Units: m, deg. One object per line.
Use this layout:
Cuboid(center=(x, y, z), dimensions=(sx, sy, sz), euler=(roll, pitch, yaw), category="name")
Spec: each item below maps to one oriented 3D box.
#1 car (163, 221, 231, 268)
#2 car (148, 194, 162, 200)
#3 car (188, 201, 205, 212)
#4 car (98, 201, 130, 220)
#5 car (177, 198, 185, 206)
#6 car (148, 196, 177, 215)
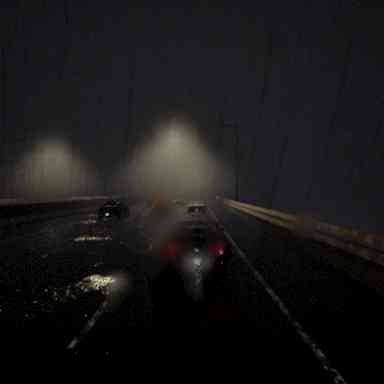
Cuboid(center=(0.154, 1.610, 11.223), dimensions=(1.895, 1.301, 4.718), euler=(0, 0, 0), category="car")
Cuboid(center=(-5.939, 1.313, 55.550), dimensions=(2.150, 2.045, 5.566), euler=(0, 0, 2), category="car")
Cuboid(center=(0.578, 1.656, 38.481), dimensions=(1.895, 1.301, 4.718), euler=(0, 0, 1), category="car")
Cuboid(center=(-6.626, 1.536, 28.559), dimensions=(1.837, 1.490, 4.892), euler=(0, -1, 1), category="car")
Cuboid(center=(-2.335, 1.704, 58.516), dimensions=(1.895, 1.301, 4.718), euler=(0, 0, 2), category="car")
Cuboid(center=(-3.000, 1.525, 34.865), dimensions=(1.882, 1.535, 5.008), euler=(0, 0, 1), category="car")
